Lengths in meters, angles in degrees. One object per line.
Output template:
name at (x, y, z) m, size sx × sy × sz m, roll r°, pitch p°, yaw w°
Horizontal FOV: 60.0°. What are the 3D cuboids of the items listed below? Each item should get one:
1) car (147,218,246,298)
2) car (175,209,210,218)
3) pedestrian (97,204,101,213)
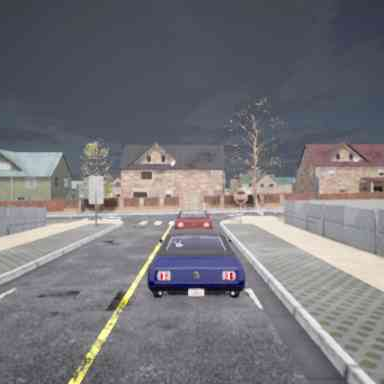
car at (0.087, 1.587, 8.437) m, size 1.895 × 1.301 × 4.718 m, roll 0°, pitch 0°, yaw 0°
car at (0.035, 1.578, 17.892) m, size 1.895 × 1.301 × 4.718 m, roll 0°, pitch 0°, yaw -1°
pedestrian at (-9.666, 1.222, 34.056) m, size 0.375 × 1.860 × 0.375 m, roll 0°, pitch 2°, yaw 0°
